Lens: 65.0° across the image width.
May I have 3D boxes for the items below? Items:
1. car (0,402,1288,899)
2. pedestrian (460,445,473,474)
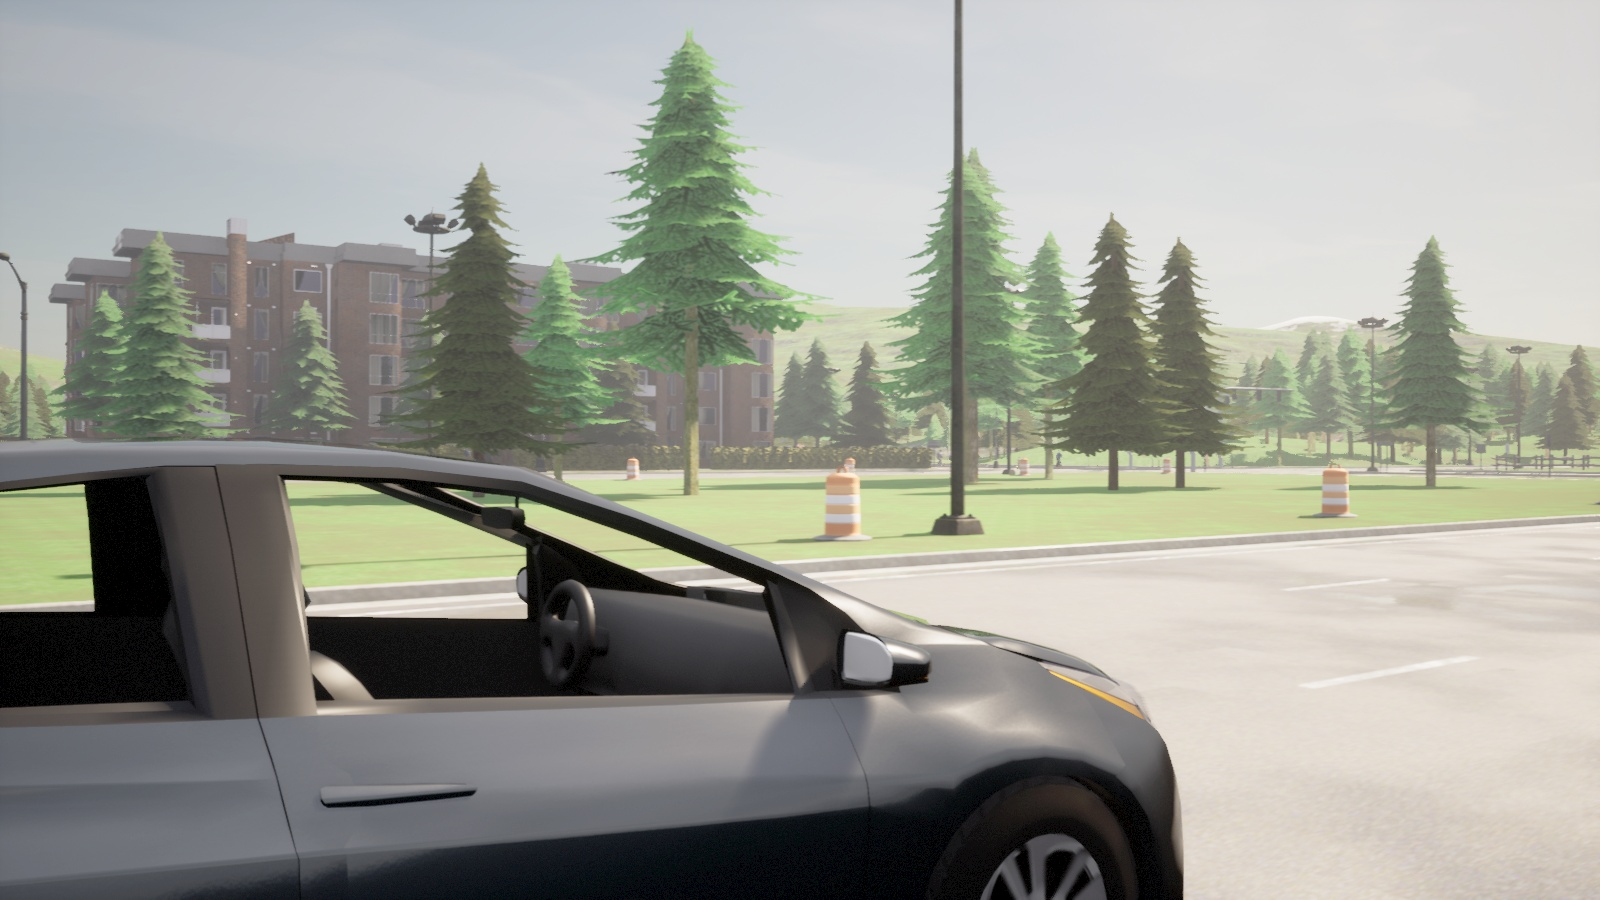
[{"bbox_3d":[-1.129,0.701,2.873,4.514,1.525,2.007,0,0,-35],"label":"car"},{"bbox_3d":[-22.570,0.630,85.018,0.788,1.949,0.423,0,0,-34],"label":"pedestrian"}]
